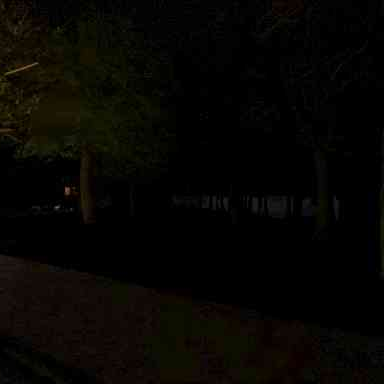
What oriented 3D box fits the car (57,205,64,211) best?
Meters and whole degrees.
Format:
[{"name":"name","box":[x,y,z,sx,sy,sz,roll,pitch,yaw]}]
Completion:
[{"name":"car","box":[-35.087,4.237,87.486,2.128,1.511,4.902,0,-2,-9]}]

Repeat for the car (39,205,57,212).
[{"name":"car","box":[-33.375,3.885,77.202,1.837,1.490,4.892,0,-2,-9]}]

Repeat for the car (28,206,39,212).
[{"name":"car","box":[-36.794,3.999,77.956,2.033,1.411,5.357,0,-2,-9]}]
